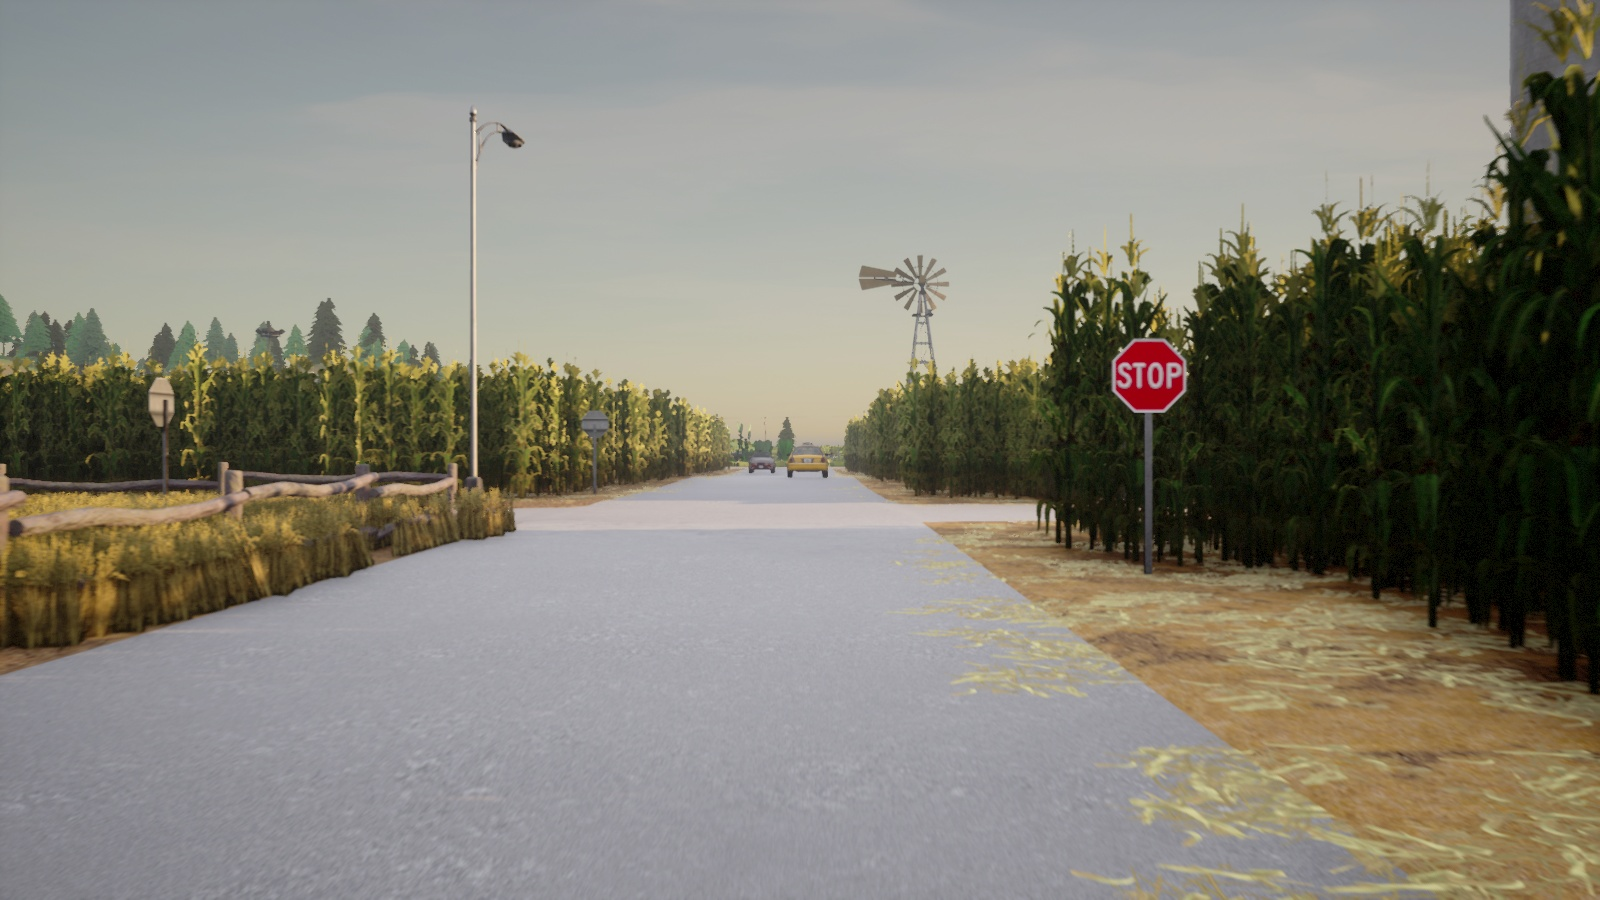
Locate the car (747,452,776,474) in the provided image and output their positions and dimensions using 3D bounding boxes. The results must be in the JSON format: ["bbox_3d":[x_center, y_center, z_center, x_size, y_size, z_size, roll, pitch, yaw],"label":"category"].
[{"bbox_3d":[-2.595,0.844,85.629,1.816,1.474,4.193,0,0,0],"label":"car"}]

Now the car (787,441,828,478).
[{"bbox_3d":[0.341,0.435,56.903,1.801,1.575,5.366,0,0,0],"label":"car"}]
